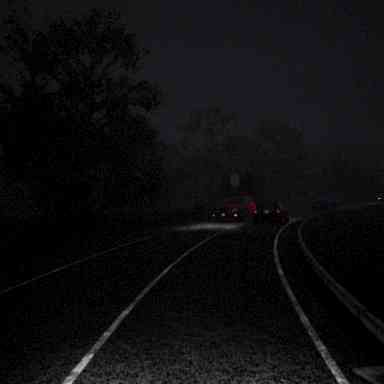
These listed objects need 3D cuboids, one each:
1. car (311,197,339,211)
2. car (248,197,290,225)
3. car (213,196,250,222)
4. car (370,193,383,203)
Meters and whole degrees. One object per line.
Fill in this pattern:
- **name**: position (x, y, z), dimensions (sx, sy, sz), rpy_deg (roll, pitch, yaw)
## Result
- **car**: position (15.809, 1.379, 39.574), dimensions (1.882, 1.535, 5.008), rpy_deg (-5, -2, 41)
- **car**: position (5.888, 1.373, 24.479), dimensions (2.097, 1.767, 4.553), rpy_deg (-2, -1, 23)
- **car**: position (3.664, 1.380, 28.025), dimensions (2.150, 2.045, 5.566), rpy_deg (-3, -1, 28)
- **car**: position (32.703, 0.938, 57.366), dimensions (4.892, 1.490, 1.837), rpy_deg (-4, -3, -32)
